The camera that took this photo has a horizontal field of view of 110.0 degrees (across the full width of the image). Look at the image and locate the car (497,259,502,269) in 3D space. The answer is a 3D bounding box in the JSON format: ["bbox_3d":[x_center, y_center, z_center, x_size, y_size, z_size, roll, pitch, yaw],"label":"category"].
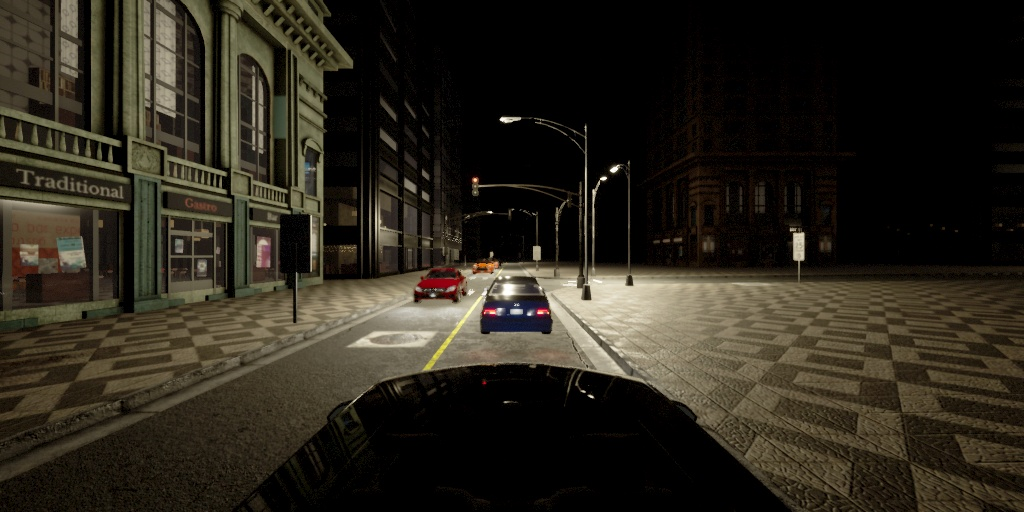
[{"bbox_3d":[-3.106,1.107,54.992,2.097,1.767,4.553,0,0,0],"label":"car"}]

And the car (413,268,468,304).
[{"bbox_3d":[-3.106,1.275,16.432,1.812,1.442,4.674,0,0,0],"label":"car"}]

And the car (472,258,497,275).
[{"bbox_3d":[-3.109,1.104,39.301,2.097,1.767,4.553,0,0,0],"label":"car"}]

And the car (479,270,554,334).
[{"bbox_3d":[0.096,1.297,10.547,2.033,1.411,5.357,0,0,0],"label":"car"}]
